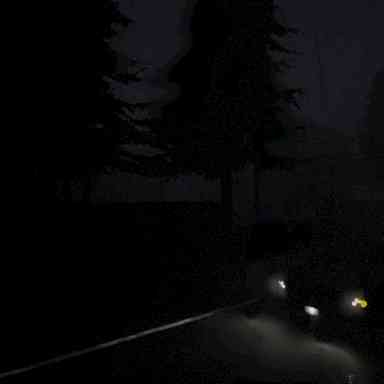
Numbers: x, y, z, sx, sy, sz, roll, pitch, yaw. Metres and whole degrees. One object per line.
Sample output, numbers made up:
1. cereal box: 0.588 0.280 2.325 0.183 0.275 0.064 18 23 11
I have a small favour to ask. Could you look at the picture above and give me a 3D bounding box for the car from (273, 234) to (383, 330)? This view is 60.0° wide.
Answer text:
1. car: 4.120 1.688 7.419 5.357 1.411 2.033 1 -1 -39
